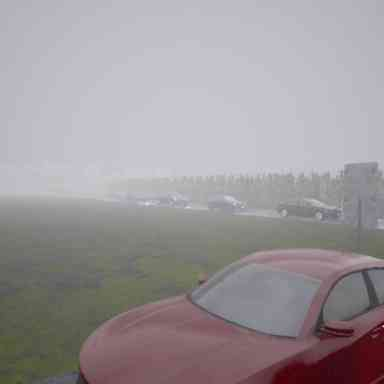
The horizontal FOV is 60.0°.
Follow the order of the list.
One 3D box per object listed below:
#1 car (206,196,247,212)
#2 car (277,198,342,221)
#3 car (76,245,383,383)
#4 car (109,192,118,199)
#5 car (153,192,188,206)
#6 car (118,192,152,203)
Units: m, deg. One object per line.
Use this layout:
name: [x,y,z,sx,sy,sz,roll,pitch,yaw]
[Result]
car: [3.288,1.101,32.390,1.812,1.442,4.674,1,1,-36]
car: [8.655,1.217,24.862,1.882,1.535,5.008,1,1,-34]
car: [1.230,1.478,3.955,5.008,1.535,1.882,0,0,-36]
car: [-13.635,0.592,60.749,1.994,1.385,4.181,1,1,-36]
car: [-2.403,0.756,40.296,2.097,1.767,4.553,1,1,-36]
car: [-8.384,0.773,48.648,2.033,1.411,5.357,1,1,-35]
